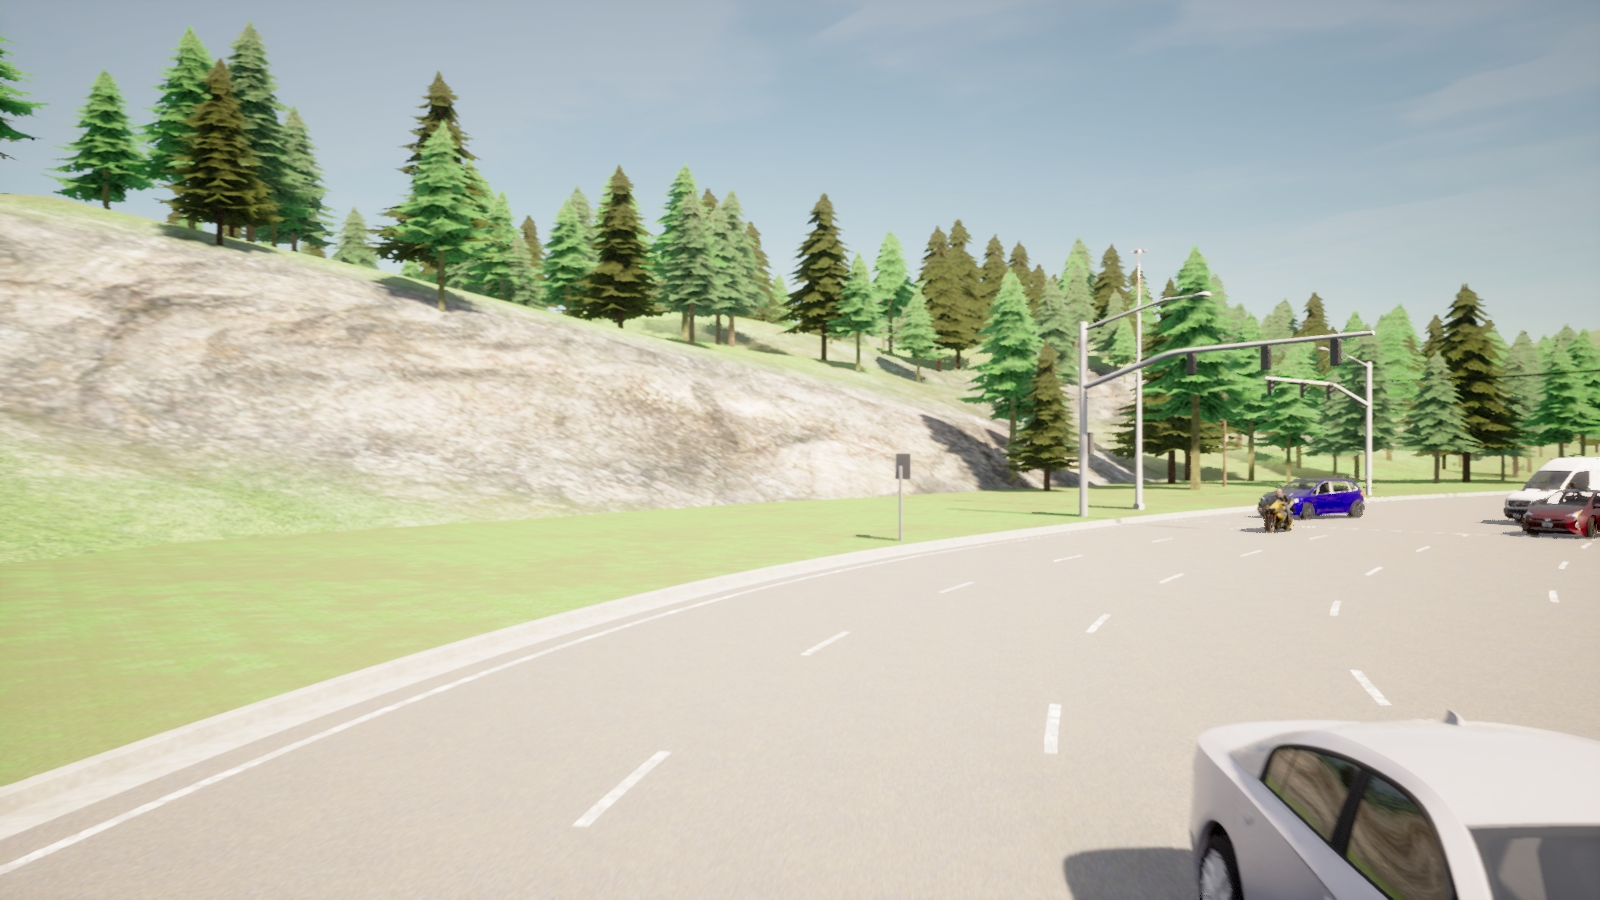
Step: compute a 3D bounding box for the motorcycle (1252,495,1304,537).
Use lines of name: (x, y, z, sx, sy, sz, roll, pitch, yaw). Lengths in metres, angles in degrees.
motorcycle: (16.187, 2.214, 38.673, 0.867, 1.251, 2.209, 3, 2, 43)

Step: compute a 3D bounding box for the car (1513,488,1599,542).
car: (25.387, 2.053, 37.160, 4.514, 1.525, 2.007, 0, 0, -33)

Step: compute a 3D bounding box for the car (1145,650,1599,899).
car: (3.149, 2.036, 4.712, 2.097, 1.535, 5.006, 0, 0, 2)

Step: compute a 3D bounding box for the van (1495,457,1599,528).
van: (29.260, 1.549, 42.468, 5.915, 2.561, 1.988, 0, -1, -8)

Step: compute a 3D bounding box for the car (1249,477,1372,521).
car: (21.002, 1.981, 47.011, 4.611, 1.667, 2.242, 0, -1, -27)
